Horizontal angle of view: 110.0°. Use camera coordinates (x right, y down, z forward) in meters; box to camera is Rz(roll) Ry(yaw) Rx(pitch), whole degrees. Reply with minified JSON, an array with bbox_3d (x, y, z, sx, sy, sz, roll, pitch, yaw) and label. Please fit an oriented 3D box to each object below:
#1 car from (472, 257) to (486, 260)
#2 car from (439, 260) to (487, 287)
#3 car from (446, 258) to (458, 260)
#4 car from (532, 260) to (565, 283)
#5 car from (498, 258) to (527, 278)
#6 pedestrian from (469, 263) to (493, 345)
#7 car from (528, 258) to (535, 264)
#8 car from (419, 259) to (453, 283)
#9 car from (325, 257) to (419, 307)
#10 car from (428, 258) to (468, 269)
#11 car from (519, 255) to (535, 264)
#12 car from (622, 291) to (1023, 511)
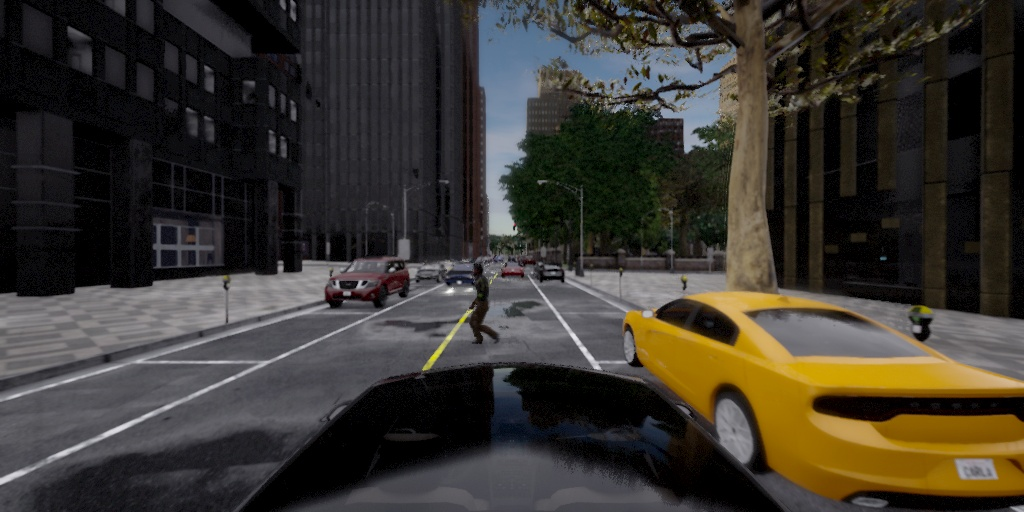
[{"bbox_3d":[-5.759,0.980,58.235,1.948,1.339,4.313,0,0,0],"label":"car"},{"bbox_3d":[-3.084,1.161,23.664,2.033,1.411,5.357,0,0,0],"label":"car"},{"bbox_3d":[-5.761,1.091,31.401,1.751,1.417,4.829,0,0,0],"label":"car"},{"bbox_3d":[2.764,1.165,26.066,1.948,1.339,4.313,0,0,0],"label":"car"},{"bbox_3d":[0.082,1.129,31.570,1.994,1.385,4.181,0,0,0],"label":"car"},{"bbox_3d":[-0.672,1.005,7.796,0.375,1.860,0.375,0,0,0],"label":"pedestrian"},{"bbox_3d":[2.764,1.116,31.579,2.007,1.370,4.403,0,0,0],"label":"car"},{"bbox_3d":[-5.761,1.149,26.058,2.007,1.370,4.403,0,0,0],"label":"car"},{"bbox_3d":[-5.762,0.981,15.033,2.192,1.841,5.009,0,0,0],"label":"car"},{"bbox_3d":[-8.168,0.958,45.764,4.718,1.301,1.895,1,0,19],"label":"car"},{"bbox_3d":[2.766,0.729,58.243,2.192,1.841,5.009,0,0,0],"label":"car"},{"bbox_3d":[3.000,1.209,4.792,1.882,1.535,5.008,0,0,0],"label":"car"}]
